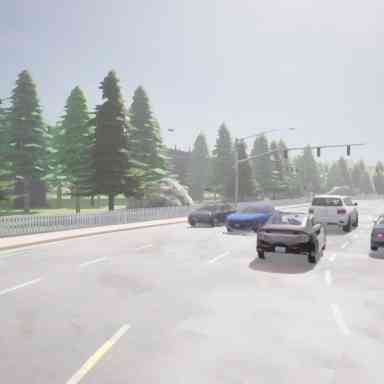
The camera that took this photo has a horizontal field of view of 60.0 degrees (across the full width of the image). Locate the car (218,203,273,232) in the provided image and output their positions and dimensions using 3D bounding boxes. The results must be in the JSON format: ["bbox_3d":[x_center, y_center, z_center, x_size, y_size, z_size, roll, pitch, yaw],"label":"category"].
[{"bbox_3d":[3.717,1.477,19.520,1.882,1.535,5.008,0,0,33],"label":"car"}]

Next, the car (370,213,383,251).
[{"bbox_3d":[8.386,1.547,13.502,2.033,1.411,5.357,0,0,32],"label":"car"}]

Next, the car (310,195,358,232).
[{"bbox_3d":[8.759,1.221,20.459,2.150,2.045,5.566,0,0,33],"label":"car"}]

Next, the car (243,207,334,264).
[{"bbox_3d":[3.723,1.491,12.051,2.128,1.511,4.902,0,0,27],"label":"car"}]

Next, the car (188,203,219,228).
[{"bbox_3d":[1.575,1.506,22.639,1.837,1.490,4.892,0,-1,33],"label":"car"}]
